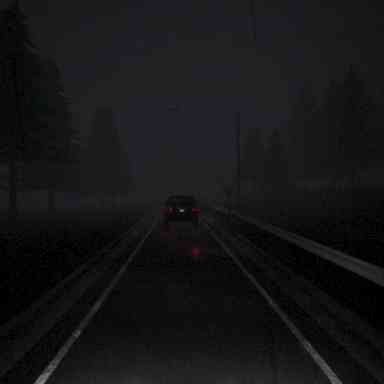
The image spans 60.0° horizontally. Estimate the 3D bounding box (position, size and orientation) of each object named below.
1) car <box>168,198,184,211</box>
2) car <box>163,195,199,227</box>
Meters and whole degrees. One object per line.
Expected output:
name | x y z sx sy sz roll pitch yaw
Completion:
car | -2.045 1.510 41.831 1.812 1.442 4.674 0 0 -4
car | -0.765 1.213 22.845 2.150 2.045 5.566 0 0 -3
